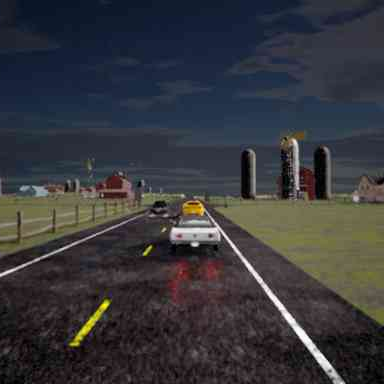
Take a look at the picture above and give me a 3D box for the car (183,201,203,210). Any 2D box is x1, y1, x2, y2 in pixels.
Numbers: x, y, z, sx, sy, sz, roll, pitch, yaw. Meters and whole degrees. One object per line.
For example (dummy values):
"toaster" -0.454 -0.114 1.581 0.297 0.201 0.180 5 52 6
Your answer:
"car" 0.131 1.635 32.935 1.882 1.535 5.008 0 0 0

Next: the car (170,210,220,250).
"car" 0.109 1.666 14.555 1.895 1.301 4.718 0 0 0

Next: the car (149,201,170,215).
"car" -3.549 1.704 37.292 1.812 1.442 4.674 0 -1 0
